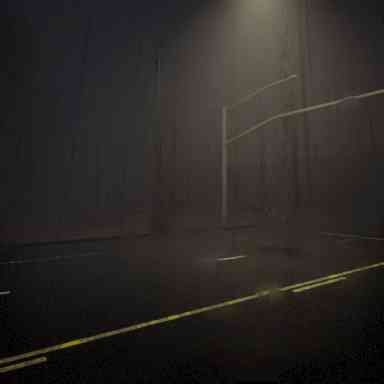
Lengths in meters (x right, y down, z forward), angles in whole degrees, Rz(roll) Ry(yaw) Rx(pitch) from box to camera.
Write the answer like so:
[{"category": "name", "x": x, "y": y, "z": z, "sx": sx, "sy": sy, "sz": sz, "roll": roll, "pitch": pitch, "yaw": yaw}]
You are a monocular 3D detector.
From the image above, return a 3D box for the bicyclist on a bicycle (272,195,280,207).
[{"category": "bicyclist on a bicycle", "x": 11.500, "y": 1.302, "z": 45.517, "sx": 1.656, "sy": 1.620, "sz": 0.582, "roll": 0, "pitch": 0, "yaw": -36}]

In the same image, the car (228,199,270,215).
[{"category": "car", "x": 5.856, "y": 1.491, "z": 34.519, "sx": 2.128, "sy": 1.511, "sz": 4.902, "roll": 0, "pitch": 0, "yaw": -36}]

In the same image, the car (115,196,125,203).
[{"category": "car", "x": -14.417, "y": 1.468, "z": 69.097, "sx": 1.812, "sy": 1.442, "sz": 4.674, "roll": 0, "pitch": 0, "yaw": -36}]

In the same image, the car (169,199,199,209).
[{"category": "car", "x": -1.074, "y": 1.600, "z": 44.226, "sx": 1.895, "sy": 1.301, "sz": 4.718, "roll": 0, "pitch": 0, "yaw": -36}]

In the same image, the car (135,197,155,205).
[{"category": "car", "x": -8.606, "y": 1.563, "z": 61.046, "sx": 1.994, "sy": 1.385, "sz": 4.181, "roll": 0, "pitch": 0, "yaw": -35}]

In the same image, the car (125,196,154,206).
[{"category": "car", "x": -8.767, "y": 1.477, "z": 55.034, "sx": 1.882, "sy": 1.535, "sz": 5.008, "roll": 0, "pitch": 1, "yaw": -35}]
